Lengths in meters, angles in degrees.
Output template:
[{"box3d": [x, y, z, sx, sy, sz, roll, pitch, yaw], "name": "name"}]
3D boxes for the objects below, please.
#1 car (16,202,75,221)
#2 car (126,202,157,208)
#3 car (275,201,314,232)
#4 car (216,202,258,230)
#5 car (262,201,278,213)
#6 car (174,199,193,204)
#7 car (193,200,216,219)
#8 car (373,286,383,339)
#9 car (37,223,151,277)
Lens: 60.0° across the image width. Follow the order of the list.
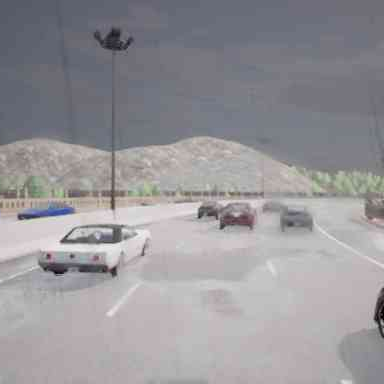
[{"box3d": [-10.746, 1.506, 24.808, 1.882, 1.535, 5.008, 0, 0, 15], "name": "car"}, {"box3d": [-4.729, 1.686, 32.618, 1.895, 1.301, 4.718, 0, 0, 20], "name": "car"}, {"box3d": [6.537, 1.595, 21.062, 2.128, 1.511, 4.902, 0, 0, 14], "name": "car"}, {"box3d": [3.165, 1.441, 21.916, 2.097, 1.767, 4.553, 0, 0, 14], "name": "car"}, {"box3d": [9.777, 1.729, 39.649, 2.033, 1.411, 5.357, 0, 0, 27], "name": "car"}, {"box3d": [-1.002, 1.783, 56.464, 1.895, 1.301, 4.718, 0, 0, 32], "name": "car"}, {"box3d": [1.899, 1.614, 29.826, 1.837, 1.490, 4.892, 0, 0, 19], "name": "car"}, {"box3d": [3.830, 1.596, 3.631, 1.994, 1.385, 4.181, 0, 0, 3], "name": "car"}, {"box3d": [-2.653, 1.622, 10.357, 1.895, 1.301, 4.718, 0, 0, 6], "name": "car"}]
